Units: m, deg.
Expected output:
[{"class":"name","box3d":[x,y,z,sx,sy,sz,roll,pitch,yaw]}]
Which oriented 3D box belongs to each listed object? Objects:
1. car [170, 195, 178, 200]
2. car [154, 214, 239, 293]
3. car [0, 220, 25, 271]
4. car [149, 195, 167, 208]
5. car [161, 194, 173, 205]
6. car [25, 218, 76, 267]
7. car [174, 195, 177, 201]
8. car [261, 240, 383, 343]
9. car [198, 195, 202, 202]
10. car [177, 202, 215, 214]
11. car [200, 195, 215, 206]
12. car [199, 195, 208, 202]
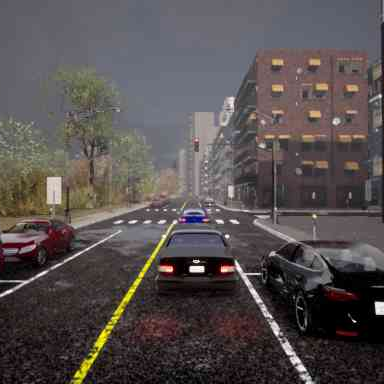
[{"class":"car","box3d":[-5.241,1.626,94.881,2.008,1.369,4.403,1,0,0]},{"class":"car","box3d":[0.106,1.550,8.984,2.033,1.411,5.357,0,0,0]},{"class":"car","box3d":[-5.301,1.316,5.702,2.192,1.841,5.009,1,0,0]},{"class":"car","box3d":[-5.272,1.567,49.472,1.887,1.381,4.507,1,0,0]},{"class":"car","box3d":[-5.262,1.347,60.824,2.192,1.841,5.009,1,0,0]},{"class":"car","box3d":[-5.299,1.585,11.357,1.802,1.307,4.206,1,0,0]},{"class":"car","box3d":[-5.249,1.609,83.528,2.008,1.369,4.403,1,0,0]},{"class":"car","box3d":[2.578,1.567,6.453,1.947,1.339,4.313,1,0,0]},{"class":"car","box3d":[2.620,1.621,67.319,1.802,1.307,4.206,1,0,0]},{"class":"car","box3d":[0.121,1.530,18.574,1.812,1.442,4.674,0,0,0]},{"class":"car","box3d":[2.608,1.574,50.270,2.008,1.369,4.403,1,0,0]},{"class":"car","box3d":[2.629,1.492,78.686,1.967,1.590,4.097,1,0,0]}]
